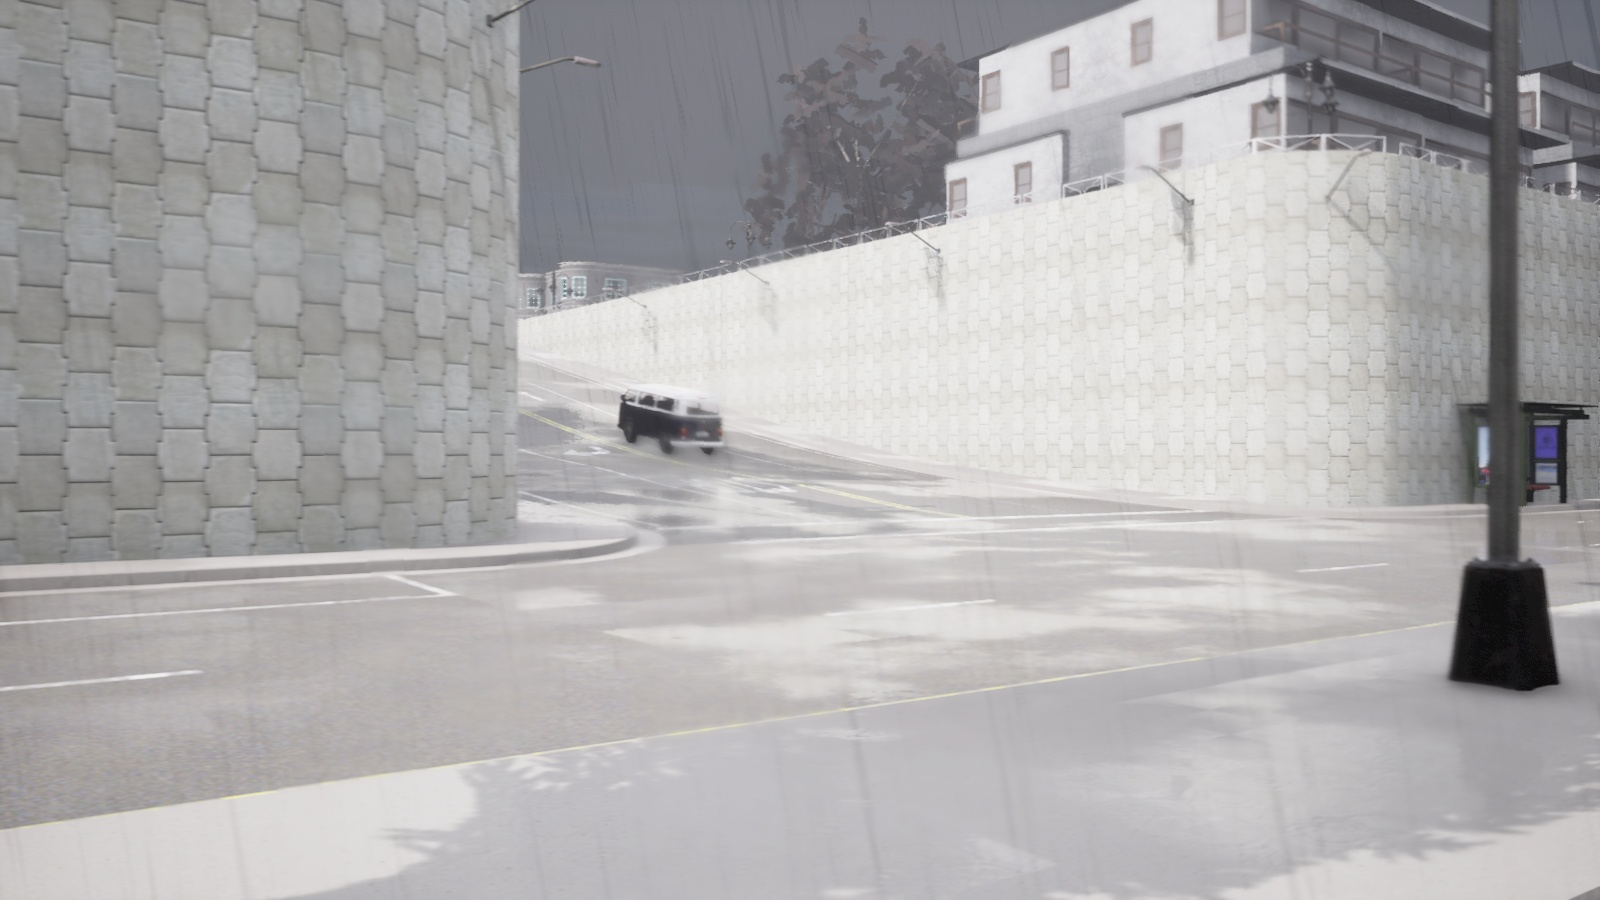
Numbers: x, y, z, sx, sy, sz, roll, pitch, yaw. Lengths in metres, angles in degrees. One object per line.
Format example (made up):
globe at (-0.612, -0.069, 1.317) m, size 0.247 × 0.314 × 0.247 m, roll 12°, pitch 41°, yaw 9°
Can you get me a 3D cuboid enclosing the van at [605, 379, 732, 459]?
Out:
van at (-4.347, -1.055, 40.775) m, size 2.069 × 2.038 × 4.480 m, roll 0°, pitch 8°, yaw -35°
